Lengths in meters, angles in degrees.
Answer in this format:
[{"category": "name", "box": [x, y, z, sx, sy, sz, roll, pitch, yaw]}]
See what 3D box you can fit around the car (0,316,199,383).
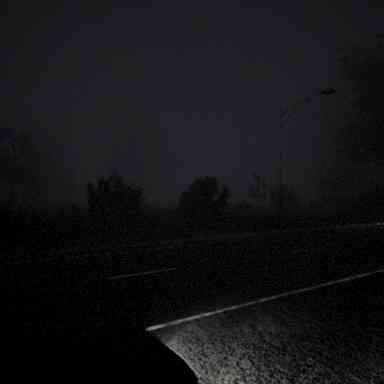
[{"category": "car", "box": [-2.473, 1.536, 1.980, 5.357, 1.411, 2.033, 1, 0, -35]}]
